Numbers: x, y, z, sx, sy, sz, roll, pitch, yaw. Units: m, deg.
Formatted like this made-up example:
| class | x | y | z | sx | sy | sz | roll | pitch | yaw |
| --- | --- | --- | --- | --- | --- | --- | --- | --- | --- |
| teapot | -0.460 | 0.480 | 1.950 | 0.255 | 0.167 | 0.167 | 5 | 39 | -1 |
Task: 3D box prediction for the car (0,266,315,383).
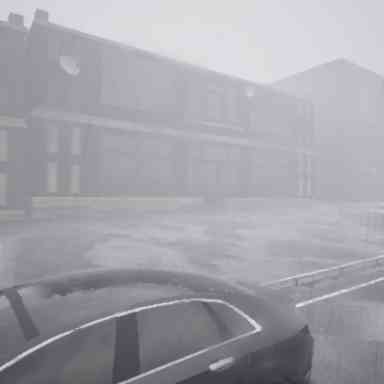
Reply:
| class | x | y | z | sx | sy | sz | roll | pitch | yaw |
| --- | --- | --- | --- | --- | --- | --- | --- | --- | --- |
| car | -1.030 | 1.505 | 2.643 | 4.892 | 1.490 | 1.837 | 0 | 0 | -36 |
